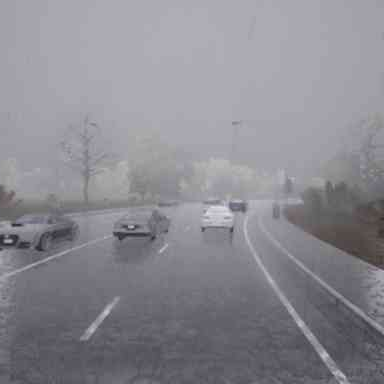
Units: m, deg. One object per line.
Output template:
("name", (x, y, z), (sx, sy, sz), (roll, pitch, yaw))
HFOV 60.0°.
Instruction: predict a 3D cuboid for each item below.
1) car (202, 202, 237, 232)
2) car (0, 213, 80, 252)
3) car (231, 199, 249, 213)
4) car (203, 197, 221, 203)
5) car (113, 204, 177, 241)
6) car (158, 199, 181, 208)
("car", (1.647, 1.551, 20.241), (1.812, 1.442, 4.674), (0, 0, 8))
("car", (-6.335, 1.561, 13.786), (1.994, 1.385, 4.181), (0, 0, 5))
("car", (5.349, 1.533, 37.945), (1.882, 1.535, 5.008), (0, 0, 15))
("car", (3.308, 1.533, 54.542), (1.882, 1.535, 5.008), (0, 0, 22))
("car", (-2.347, 1.558, 16.884), (2.033, 1.411, 5.357), (0, 0, 7))
("car", (-3.146, 1.626, 46.865), (1.895, 1.301, 4.718), (0, 0, 18))
